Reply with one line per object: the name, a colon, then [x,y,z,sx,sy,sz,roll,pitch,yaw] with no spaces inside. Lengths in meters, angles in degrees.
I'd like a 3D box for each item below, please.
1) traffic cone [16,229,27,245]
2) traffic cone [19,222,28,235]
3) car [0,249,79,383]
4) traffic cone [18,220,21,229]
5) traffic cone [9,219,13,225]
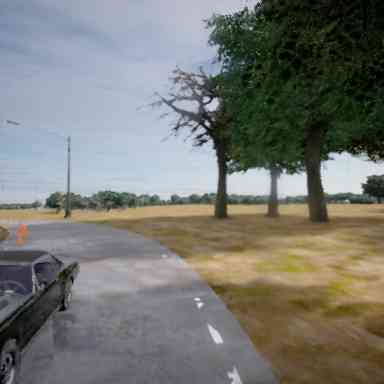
traffic cone: [-7.963,2.142,15.396,0.340,0.580,0.340,1,-1,-21]
traffic cone: [-9.891,2.217,19.705,0.340,0.580,0.340,1,-1,-27]
car: [-3.145,1.677,5.125,1.895,1.301,4.718,0,-1,-8]
traffic cone: [-12.256,2.320,23.789,0.340,0.580,0.340,1,-2,-33]
traffic cone: [-15.035,2.448,27.603,0.340,0.580,0.340,2,-3,-39]
